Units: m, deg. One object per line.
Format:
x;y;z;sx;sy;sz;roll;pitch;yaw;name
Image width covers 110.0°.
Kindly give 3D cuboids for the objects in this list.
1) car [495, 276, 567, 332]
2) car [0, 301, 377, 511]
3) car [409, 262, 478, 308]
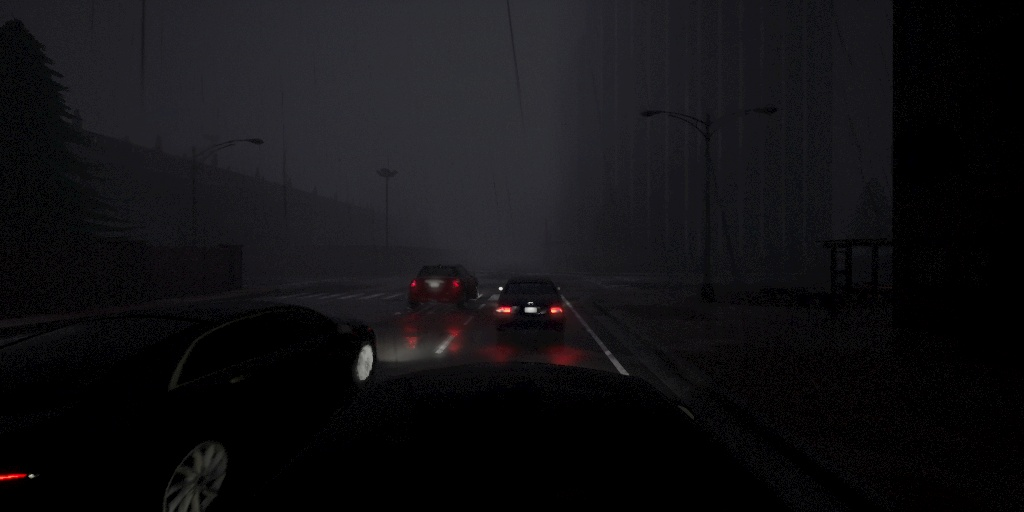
0.534;1.297;10.820;2.033;1.411;5.357;0;0;2;car
-3.161;1.257;4.006;1.837;1.490;4.892;0;1;1;car
-2.739;1.101;15.294;2.097;1.767;4.553;0;0;3;car
